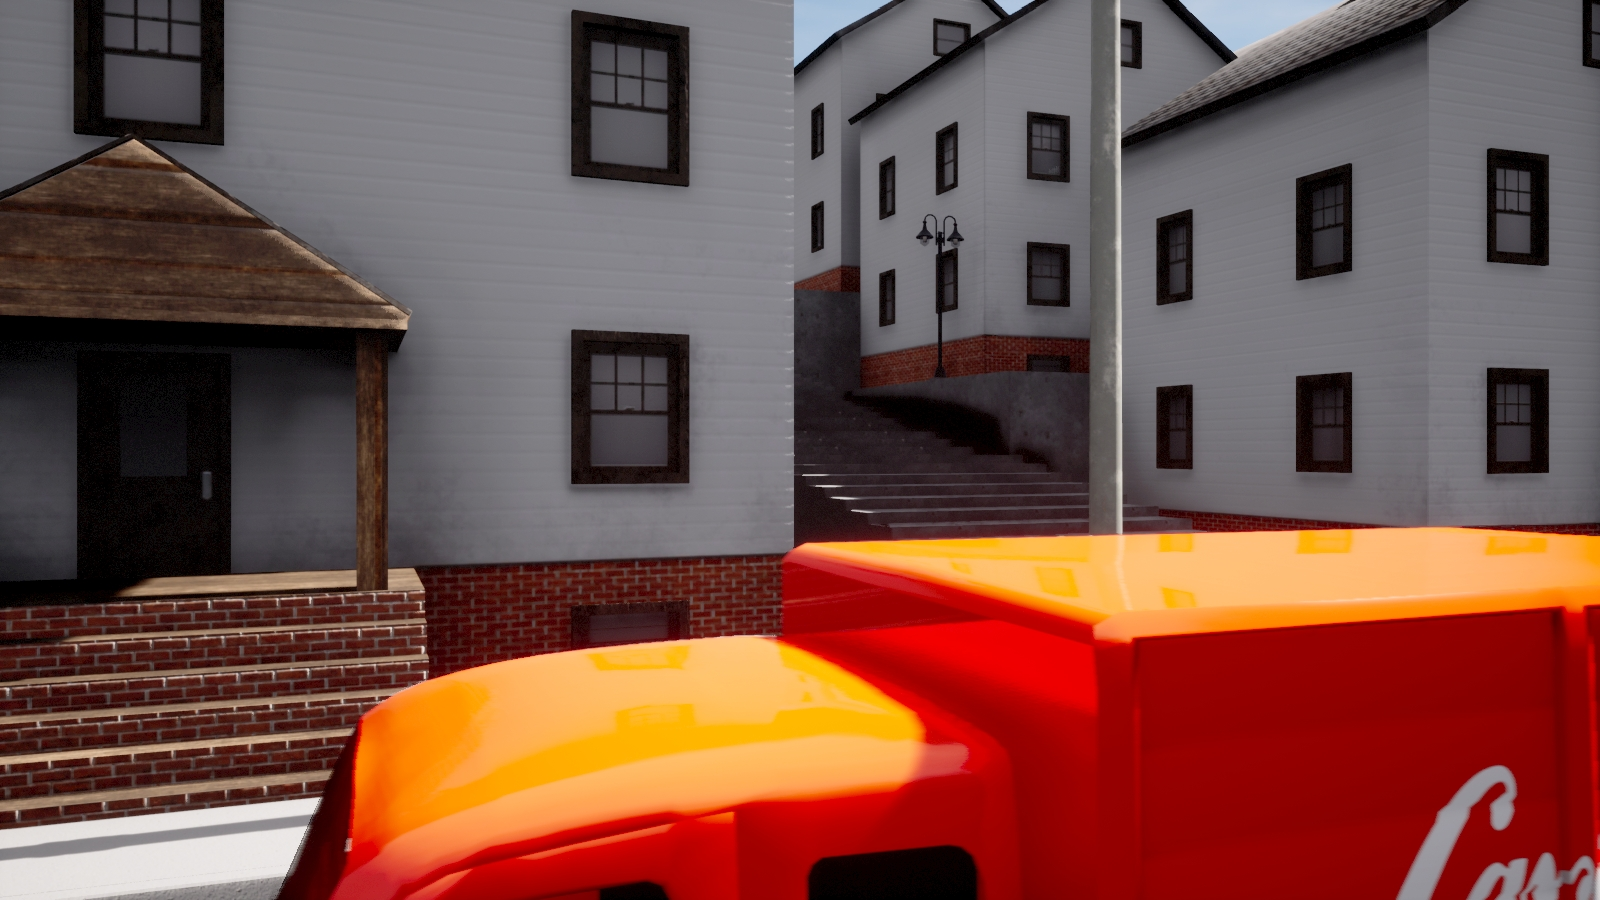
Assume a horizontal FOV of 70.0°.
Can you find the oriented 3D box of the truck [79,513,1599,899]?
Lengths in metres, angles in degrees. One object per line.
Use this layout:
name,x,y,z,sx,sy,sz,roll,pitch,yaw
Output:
truck,1.032,1.564,3.665,5.204,2.467,2.627,0,0,-20
